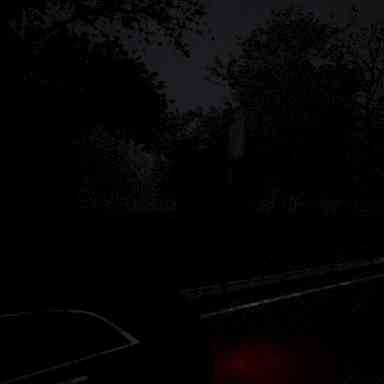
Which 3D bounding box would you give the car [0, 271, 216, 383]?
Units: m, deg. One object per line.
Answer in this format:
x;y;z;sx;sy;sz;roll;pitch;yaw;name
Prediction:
-2.065;1.492;2.405;4.892;1.490;1.837;1;0;-35;car
